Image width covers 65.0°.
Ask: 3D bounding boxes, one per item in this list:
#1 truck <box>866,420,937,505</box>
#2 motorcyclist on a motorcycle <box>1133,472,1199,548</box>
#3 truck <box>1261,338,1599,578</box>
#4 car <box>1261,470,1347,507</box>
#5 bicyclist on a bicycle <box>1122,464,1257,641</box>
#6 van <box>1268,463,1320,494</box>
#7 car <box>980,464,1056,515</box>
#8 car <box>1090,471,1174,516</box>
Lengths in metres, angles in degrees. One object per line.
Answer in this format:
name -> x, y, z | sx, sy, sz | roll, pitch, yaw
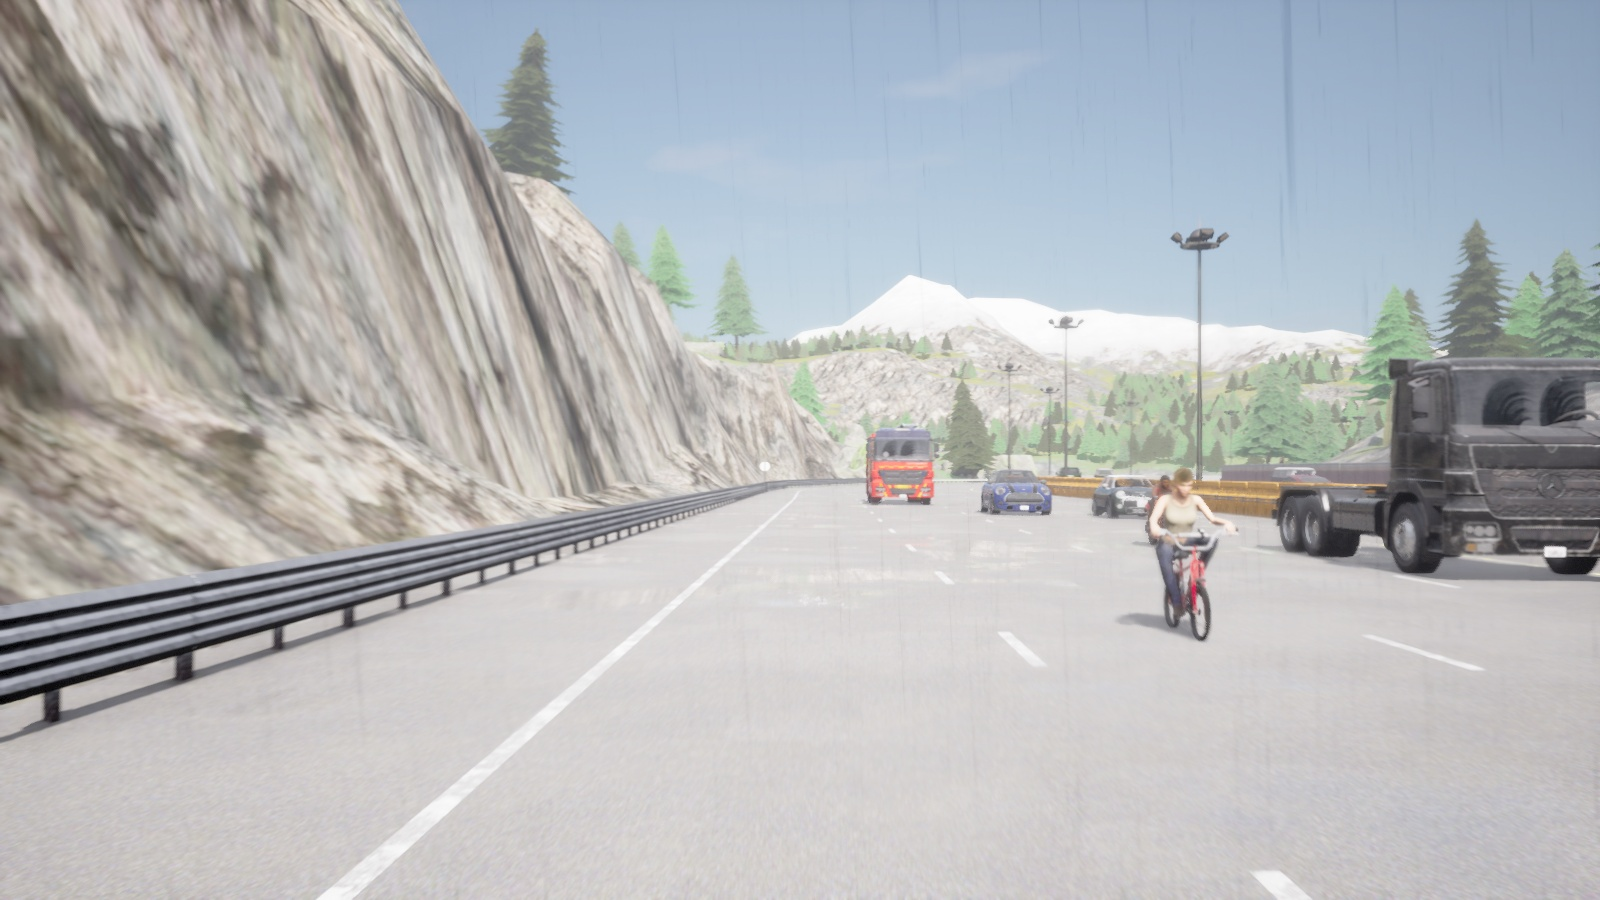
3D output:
truck -> 4.800, 0.655, 60.925 | 2.891, 3.827, 8.468 | 0, -1, 1
motorcyclist on a motorcycle -> 7.559, 1.213, 26.022 | 0.797, 1.523, 2.044 | 0, -1, 1
truck -> 10.971, 0.177, 22.128 | 2.891, 3.462, 7.936 | 0, -1, 1
car -> 22.190, 1.668, 55.546 | 1.882, 1.535, 5.008 | 0, -1, 1
bicyclist on a bicycle -> 3.754, 0.947, 12.226 | 0.866, 1.612, 1.509 | 0, -1, 2
van -> 33.102, 1.898, 84.274 | 1.775, 1.987, 4.442 | 0, -1, 0
car -> 7.993, 1.429, 46.436 | 2.097, 1.767, 4.553 | 0, -1, 1
car -> 11.432, 1.479, 43.471 | 1.970, 1.475, 3.806 | 0, -1, 1
